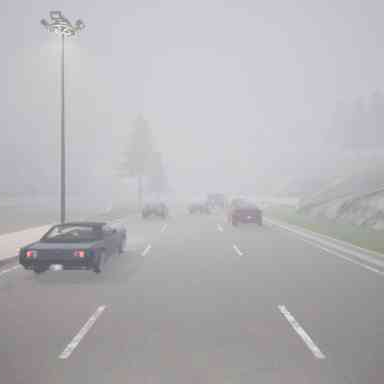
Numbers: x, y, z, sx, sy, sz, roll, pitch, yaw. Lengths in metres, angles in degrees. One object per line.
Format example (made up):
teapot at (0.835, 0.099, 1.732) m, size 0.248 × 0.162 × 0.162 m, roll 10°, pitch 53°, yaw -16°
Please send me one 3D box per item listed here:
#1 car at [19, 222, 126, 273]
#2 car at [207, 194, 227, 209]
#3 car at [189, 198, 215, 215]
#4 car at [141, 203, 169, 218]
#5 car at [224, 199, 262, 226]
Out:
car at (-3.400, 1.601, 10.578) m, size 1.895 × 1.301 × 4.718 m, roll 0°, pitch 0°, yaw 0°
car at (3.405, 1.221, 44.458) m, size 2.150 × 2.045 × 5.566 m, roll 0°, pitch 0°, yaw 16°
car at (0.933, 1.601, 34.400) m, size 1.895 × 1.301 × 4.718 m, roll 0°, pitch 0°, yaw 9°
car at (-3.141, 1.601, 29.564) m, size 1.895 × 1.301 × 4.718 m, roll 0°, pitch 0°, yaw 3°
car at (3.642, 1.477, 23.513) m, size 1.882 × 1.535 × 5.008 m, roll 0°, pitch 0°, yaw 1°
